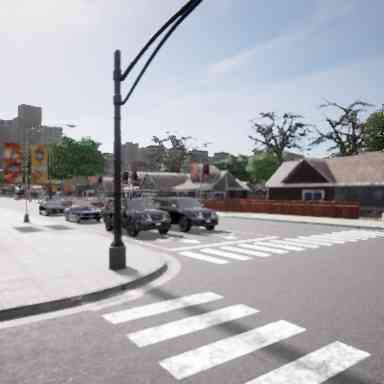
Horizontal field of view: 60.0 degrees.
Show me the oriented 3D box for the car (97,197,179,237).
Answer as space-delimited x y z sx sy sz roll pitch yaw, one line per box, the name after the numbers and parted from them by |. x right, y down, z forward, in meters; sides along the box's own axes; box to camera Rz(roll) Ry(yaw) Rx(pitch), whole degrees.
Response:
-3.342 1.331 19.389 2.150 2.045 5.566 0 0 -35 | car

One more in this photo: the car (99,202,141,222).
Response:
-6.431 1.677 29.340 1.837 1.490 4.892 0 0 -36 | car

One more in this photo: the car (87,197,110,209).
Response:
-14.887 1.672 52.752 2.097 1.767 4.553 0 0 -35 | car

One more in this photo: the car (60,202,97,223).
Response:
-9.011 1.774 27.362 1.895 1.301 4.718 0 0 -36 | car

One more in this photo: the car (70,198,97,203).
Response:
-12.214 1.763 37.495 1.812 1.442 4.674 0 0 -35 | car

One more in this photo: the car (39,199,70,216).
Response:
-15.103 1.719 35.954 1.882 1.535 5.008 0 0 -36 | car

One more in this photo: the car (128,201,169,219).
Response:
-4.331 1.656 32.349 1.882 1.535 5.008 0 0 -35 | car

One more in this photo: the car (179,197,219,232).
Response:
-0.660 1.328 21.227 2.150 2.045 5.566 0 0 -35 | car
